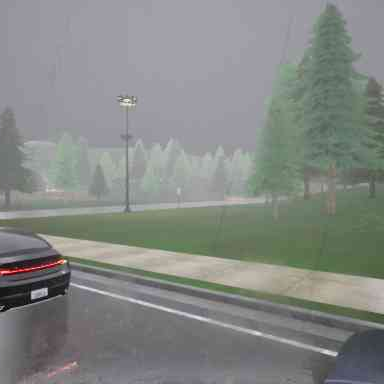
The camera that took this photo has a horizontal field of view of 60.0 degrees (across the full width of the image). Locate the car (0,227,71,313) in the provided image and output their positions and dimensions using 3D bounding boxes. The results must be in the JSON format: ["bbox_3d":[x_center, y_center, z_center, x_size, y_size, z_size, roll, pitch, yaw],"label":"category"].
[{"bbox_3d":[-4.605,1.505,7.153,4.892,1.490,1.837,0,0,35],"label":"car"}]

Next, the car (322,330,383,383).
[{"bbox_3d":[3.415,1.547,1.554,5.357,1.411,2.033,0,0,36],"label":"car"}]
